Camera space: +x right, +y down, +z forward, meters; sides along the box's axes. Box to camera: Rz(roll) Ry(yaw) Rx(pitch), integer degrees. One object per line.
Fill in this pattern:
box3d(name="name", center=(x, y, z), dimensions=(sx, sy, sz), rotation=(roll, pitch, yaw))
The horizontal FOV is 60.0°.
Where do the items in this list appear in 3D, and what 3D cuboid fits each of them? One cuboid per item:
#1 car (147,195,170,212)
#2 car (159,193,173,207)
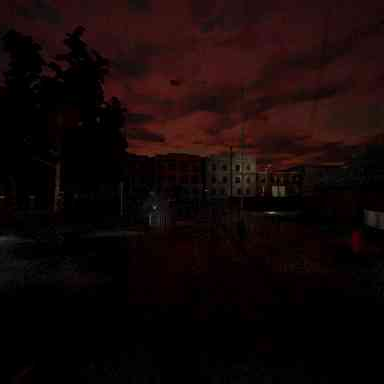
box3d(name="car", center=(-4.139, 1.491, 39.465), dimensions=(2.128, 1.511, 4.902), rotation=(0, 0, 0))
box3d(name="car", center=(-4.118, 1.221, 50.054), dimensions=(2.150, 2.045, 5.566), rotation=(0, 0, 1))
